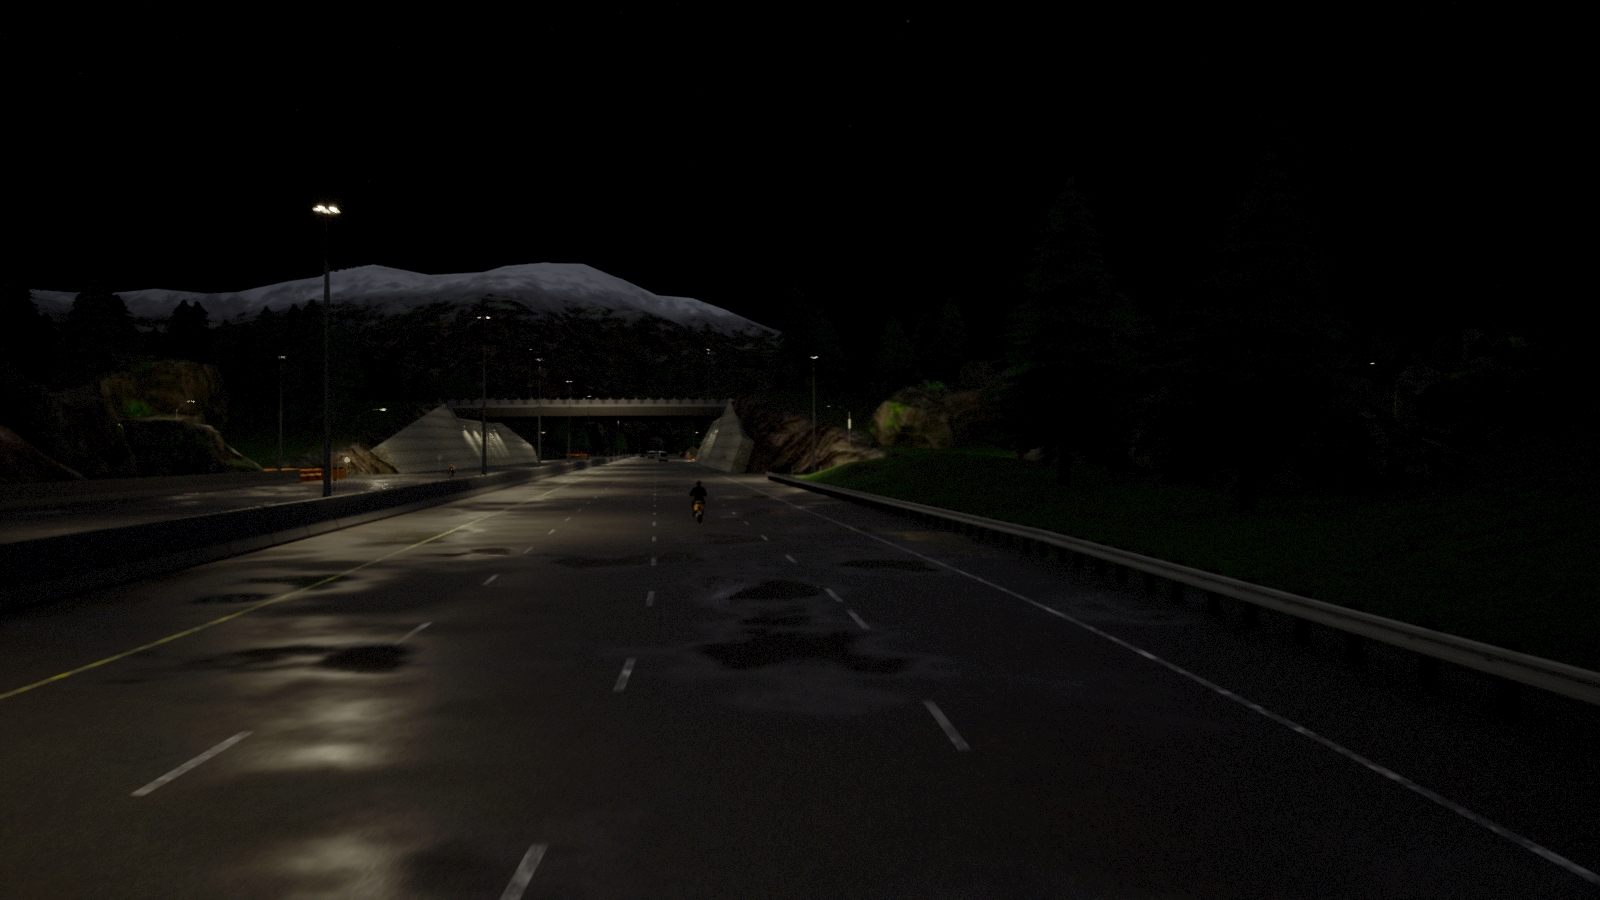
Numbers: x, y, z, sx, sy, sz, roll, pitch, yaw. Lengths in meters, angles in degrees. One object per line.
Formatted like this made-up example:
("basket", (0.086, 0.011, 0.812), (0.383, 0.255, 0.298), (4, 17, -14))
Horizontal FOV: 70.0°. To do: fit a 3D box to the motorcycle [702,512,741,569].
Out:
("motorcycle", (-1.927, 2.185, 27.944), (0.856, 1.236, 1.805), (0, 0, -7))
